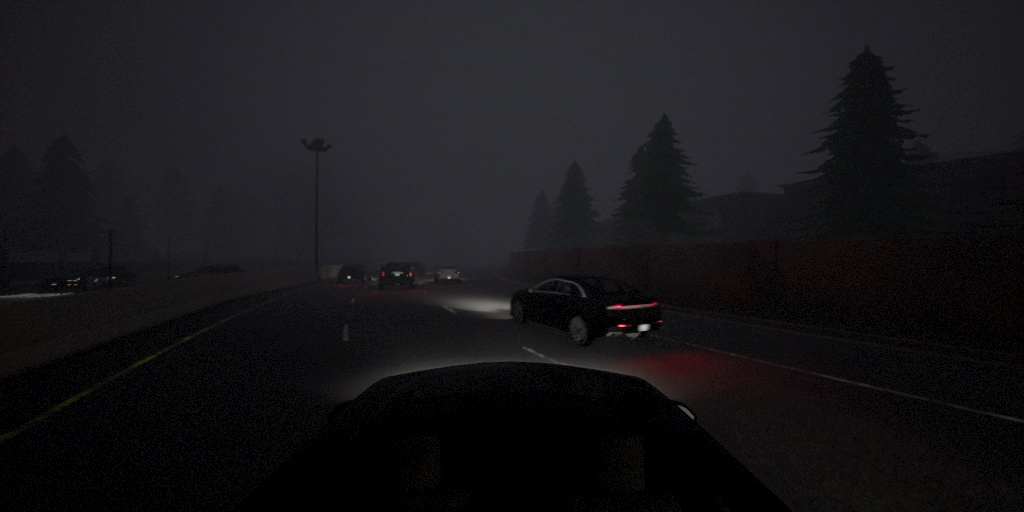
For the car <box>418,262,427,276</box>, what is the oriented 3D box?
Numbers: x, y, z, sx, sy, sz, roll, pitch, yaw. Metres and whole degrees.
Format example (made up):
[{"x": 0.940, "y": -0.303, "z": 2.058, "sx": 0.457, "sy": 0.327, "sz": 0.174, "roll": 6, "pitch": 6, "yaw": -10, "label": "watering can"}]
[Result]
[{"x": -10.547, "y": 1.345, "z": 39.475, "sx": 1.837, "sy": 1.490, "sz": 4.892, "roll": 0, "pitch": 0, "yaw": -7, "label": "car"}]

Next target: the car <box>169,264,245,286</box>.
[{"x": -23.063, "y": 1.344, "z": 27.465, "sx": 2.033, "sy": 1.411, "sz": 5.357, "roll": 0, "pitch": 0, "yaw": -11, "label": "car"}]

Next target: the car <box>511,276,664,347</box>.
[{"x": 1.648, "y": 1.265, "z": 9.579, "sx": 2.128, "sy": 1.511, "sz": 4.902, "roll": 0, "pitch": 0, "yaw": -27, "label": "car"}]

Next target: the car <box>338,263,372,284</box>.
[{"x": -12.258, "y": 1.312, "z": 28.179, "sx": 1.837, "sy": 1.490, "sz": 4.892, "roll": 0, "pitch": -1, "yaw": -13, "label": "car"}]

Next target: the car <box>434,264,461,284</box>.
[{"x": -5.125, "y": 1.342, "z": 28.201, "sx": 1.812, "sy": 1.442, "sz": 4.674, "roll": 0, "pitch": 0, "yaw": -14, "label": "car"}]

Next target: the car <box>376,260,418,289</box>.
[{"x": -7.508, "y": 1.155, "z": 23.624, "sx": 2.097, "sy": 1.767, "sz": 4.553, "roll": 0, "pitch": 0, "yaw": -16, "label": "car"}]

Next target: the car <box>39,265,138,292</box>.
[{"x": -25.287, "y": 1.283, "z": 21.670, "sx": 1.837, "sy": 1.490, "sz": 4.892, "roll": 0, "pitch": 0, "yaw": -14, "label": "car"}]

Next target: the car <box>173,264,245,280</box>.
[{"x": -18.160, "y": 1.292, "z": 22.027, "sx": 1.837, "sy": 1.490, "sz": 4.892, "roll": 0, "pitch": 0, "yaw": -15, "label": "car"}]
